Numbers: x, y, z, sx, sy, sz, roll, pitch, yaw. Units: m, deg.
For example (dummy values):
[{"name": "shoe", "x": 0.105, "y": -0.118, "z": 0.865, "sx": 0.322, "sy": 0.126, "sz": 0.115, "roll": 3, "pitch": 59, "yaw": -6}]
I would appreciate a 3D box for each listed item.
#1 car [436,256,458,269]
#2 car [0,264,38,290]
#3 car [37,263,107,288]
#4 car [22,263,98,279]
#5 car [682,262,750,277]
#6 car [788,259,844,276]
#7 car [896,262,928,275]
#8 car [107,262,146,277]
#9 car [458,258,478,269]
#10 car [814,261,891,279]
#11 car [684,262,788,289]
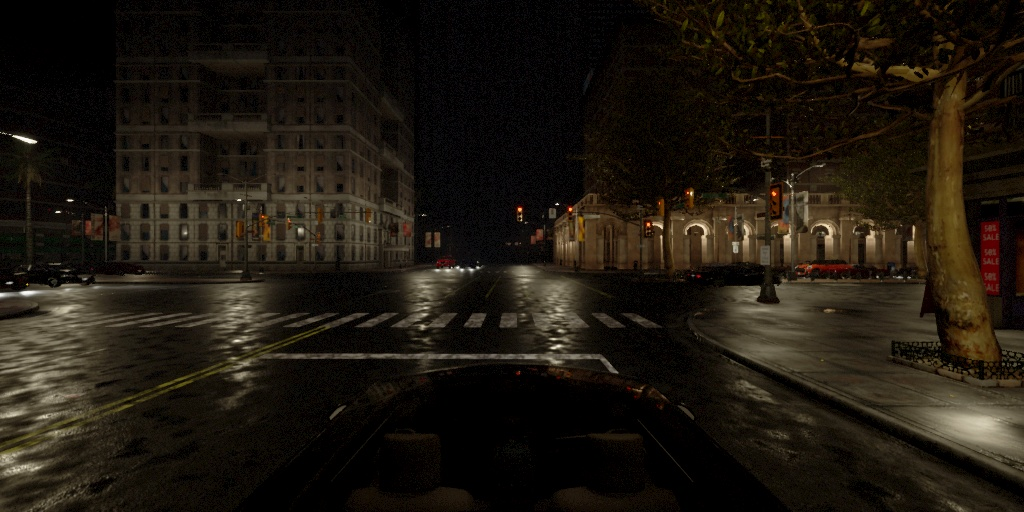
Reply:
[{"name": "car", "x": -10.454, "y": 0.971, "z": 56.821, "sx": 2.150, "sy": 2.045, "sz": 5.566, "roll": 0, "pitch": 0, "yaw": 0}, {"name": "car", "x": -29.798, "y": 1.314, "z": 19.875, "sx": 4.181, "sy": 1.385, "sz": 1.994, "roll": 0, "pitch": 0, "yaw": 1}, {"name": "car", "x": -30.240, "y": 1.241, "z": 23.386, "sx": 4.902, "sy": 1.511, "sz": 2.128, "roll": 0, "pitch": 0, "yaw": 1}, {"name": "car", "x": -39.790, "y": 1.314, "z": 31.648, "sx": 4.181, "sy": 1.385, "sz": 1.994, "roll": 0, "pitch": 0, "yaw": 0}, {"name": "car", "x": 19.642, "y": 1.297, "z": 34.664, "sx": 5.357, "sy": 1.411, "sz": 2.033, "roll": 0, "pitch": 0, "yaw": 1}, {"name": "car", "x": 29.931, "y": 1.102, "z": 34.577, "sx": 4.553, "sy": 1.767, "sz": 2.097, "roll": 0, "pitch": 0, "yaw": 0}, {"name": "car", "x": 40.491, "y": 1.297, "z": 34.482, "sx": 5.357, "sy": 1.411, "sz": 2.033, "roll": 0, "pitch": 0, "yaw": 1}, {"name": "car", "x": -38.759, "y": 1.275, "z": 35.135, "sx": 4.674, "sy": 1.442, "sz": 1.812, "roll": 0, "pitch": 0, "yaw": 1}, {"name": "car", "x": -6.952, "y": 1.275, "z": 57.228, "sx": 1.812, "sy": 1.442, "sz": 4.674, "roll": 0, "pitch": 0, "yaw": 0}, {"name": "car", "x": 29.575, "y": 1.351, "z": 31.082, "sx": 4.718, "sy": 1.301, "sz": 1.895, "roll": 0, "pitch": 0, "yaw": 1}, {"name": "car", "x": 14.004, "y": 1.297, "z": 22.860, "sx": 5.357, "sy": 1.411, "sz": 2.033, "roll": 0, "pitch": 0, "yaw": -1}]
